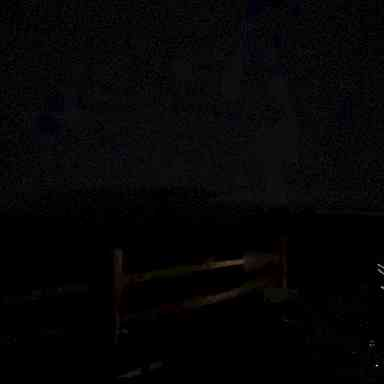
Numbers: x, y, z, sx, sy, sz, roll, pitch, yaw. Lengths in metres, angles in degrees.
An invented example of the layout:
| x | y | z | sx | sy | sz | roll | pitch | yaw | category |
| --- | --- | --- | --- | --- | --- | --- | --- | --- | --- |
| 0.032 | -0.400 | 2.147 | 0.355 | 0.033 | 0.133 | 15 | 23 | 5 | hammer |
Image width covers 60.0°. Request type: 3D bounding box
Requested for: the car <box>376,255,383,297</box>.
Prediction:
| x | y | z | sx | sy | sz | roll | pitch | yaw | category |
| --- | --- | --- | --- | --- | --- | --- | --- | --- | --- |
| 5.986 | 1.487 | 7.338 | 5.008 | 1.535 | 1.882 | 0 | 0 | -35 | car |
